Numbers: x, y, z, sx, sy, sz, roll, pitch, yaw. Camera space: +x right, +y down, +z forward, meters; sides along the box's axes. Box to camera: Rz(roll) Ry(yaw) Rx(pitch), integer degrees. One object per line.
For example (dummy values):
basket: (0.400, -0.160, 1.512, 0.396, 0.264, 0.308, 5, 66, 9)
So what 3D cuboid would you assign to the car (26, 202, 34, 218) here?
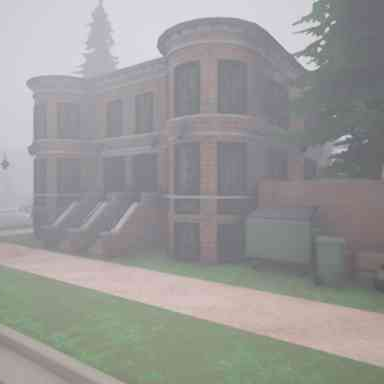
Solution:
car: (-9.954, 1.296, 25.921, 2.097, 1.767, 4.553, 0, 0, 36)

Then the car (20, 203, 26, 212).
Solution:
car: (-16.054, 1.422, 36.025, 1.837, 1.490, 4.892, 0, 0, 33)
